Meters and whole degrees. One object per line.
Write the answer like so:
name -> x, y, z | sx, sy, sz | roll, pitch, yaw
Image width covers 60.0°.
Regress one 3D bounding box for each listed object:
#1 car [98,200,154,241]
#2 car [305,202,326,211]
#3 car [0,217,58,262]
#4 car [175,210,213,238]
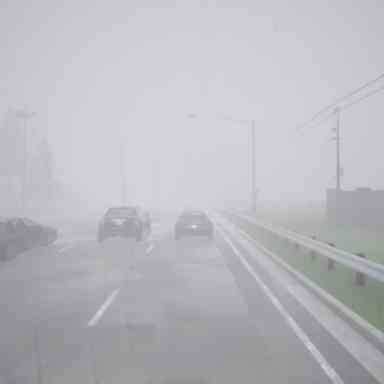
car -> -3.401, 1.482, 17.605 | 2.097, 1.767, 4.553 | 0, 0, 0
car -> 17.724, 1.925, 44.485 | 4.718, 1.301, 1.895 | 0, 0, 28
car -> -6.901, 1.640, 12.416 | 2.033, 1.411, 5.357 | 0, 0, 0
car -> 0.100, 1.700, 18.490 | 1.994, 1.385, 4.181 | 0, 0, 0
